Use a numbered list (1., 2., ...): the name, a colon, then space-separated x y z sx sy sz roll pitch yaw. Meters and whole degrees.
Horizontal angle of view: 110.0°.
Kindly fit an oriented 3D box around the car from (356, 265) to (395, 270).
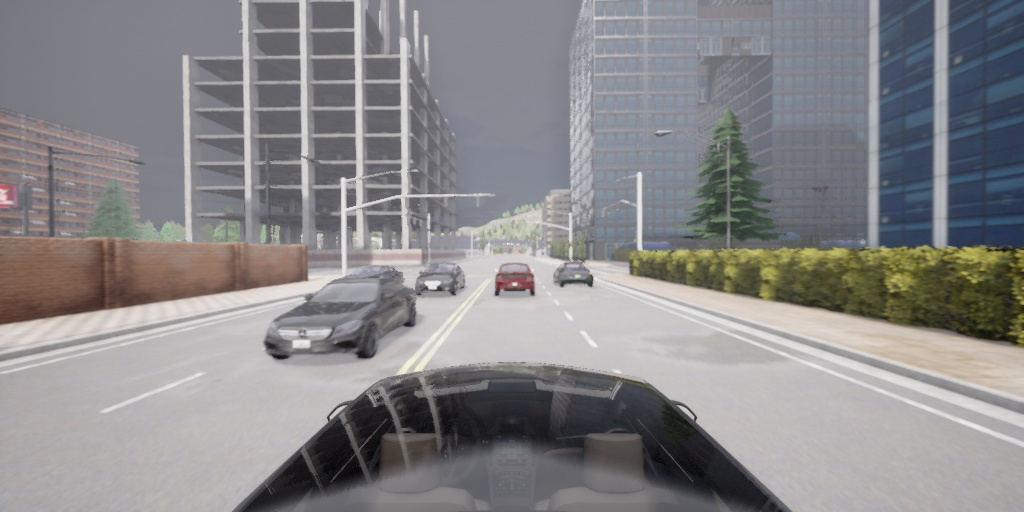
1. car: -6.972 1.174 18.171 2.033 1.411 5.357 0 1 0

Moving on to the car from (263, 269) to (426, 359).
1. car: -3.578 1.225 8.440 1.812 1.442 4.674 0 1 0

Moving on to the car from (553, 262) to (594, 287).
1. car: 3.639 1.062 21.863 1.994 1.385 4.181 0 1 0

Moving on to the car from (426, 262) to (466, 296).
1. car: -3.473 1.091 18.137 2.128 1.511 4.902 0 1 0

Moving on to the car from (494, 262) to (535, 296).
1. car: 0.127 1.043 18.082 1.882 1.535 5.008 0 1 0
